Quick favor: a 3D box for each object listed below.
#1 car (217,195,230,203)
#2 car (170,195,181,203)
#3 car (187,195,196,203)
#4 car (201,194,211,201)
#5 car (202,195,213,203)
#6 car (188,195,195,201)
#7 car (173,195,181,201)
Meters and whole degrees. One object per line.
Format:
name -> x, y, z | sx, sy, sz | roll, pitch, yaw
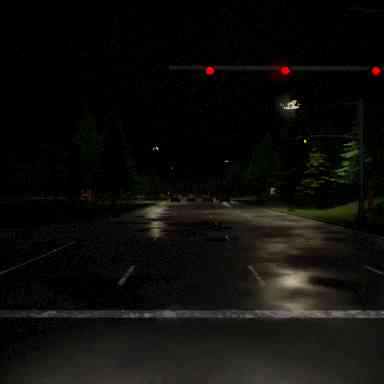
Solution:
car -> 6.919, 1.545, 70.783 | 1.994, 1.385, 4.181 | 0, 0, 0
car -> -3.580, 1.517, 70.771 | 1.812, 1.442, 4.674 | 0, 0, 0
car -> -0.080, 1.531, 70.358 | 2.033, 1.411, 5.357 | 0, 0, 0
car -> 3.408, 1.358, 80.782 | 2.128, 1.511, 4.902 | 0, 0, 0
car -> 3.420, 1.545, 70.779 | 1.994, 1.385, 4.181 | 0, 0, 0
car -> -0.092, 1.357, 80.778 | 1.812, 1.442, 4.674 | 0, 0, 0
car -> -3.592, 1.357, 80.774 | 1.812, 1.442, 4.674 | 0, 0, 0
